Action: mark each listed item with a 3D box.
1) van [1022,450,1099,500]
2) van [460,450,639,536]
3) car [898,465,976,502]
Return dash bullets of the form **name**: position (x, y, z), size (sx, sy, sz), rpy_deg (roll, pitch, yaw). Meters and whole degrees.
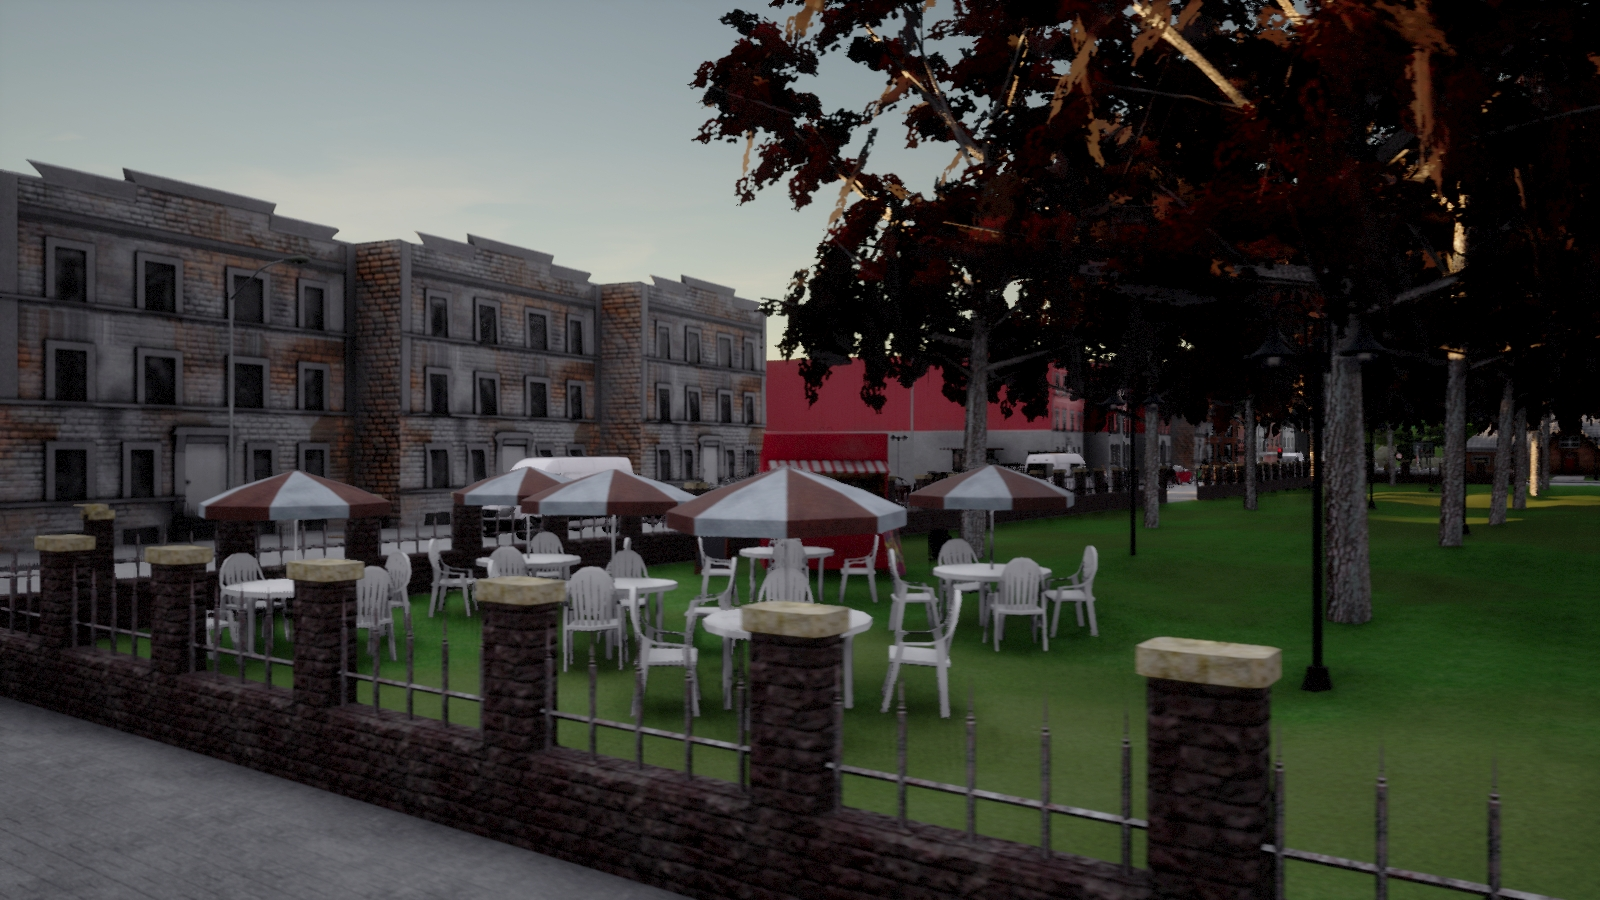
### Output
- **van**: position (14.196, 1.298, 62.057), size (1.988, 2.561, 5.915), rpy_deg (0, 0, 35)
- **van**: position (-8.018, 1.296, 37.255), size (1.988, 2.561, 5.915), rpy_deg (0, 0, 35)
- **car**: position (7.115, 1.667, 58.954), size (2.097, 1.767, 4.553), rpy_deg (0, 0, 35)
